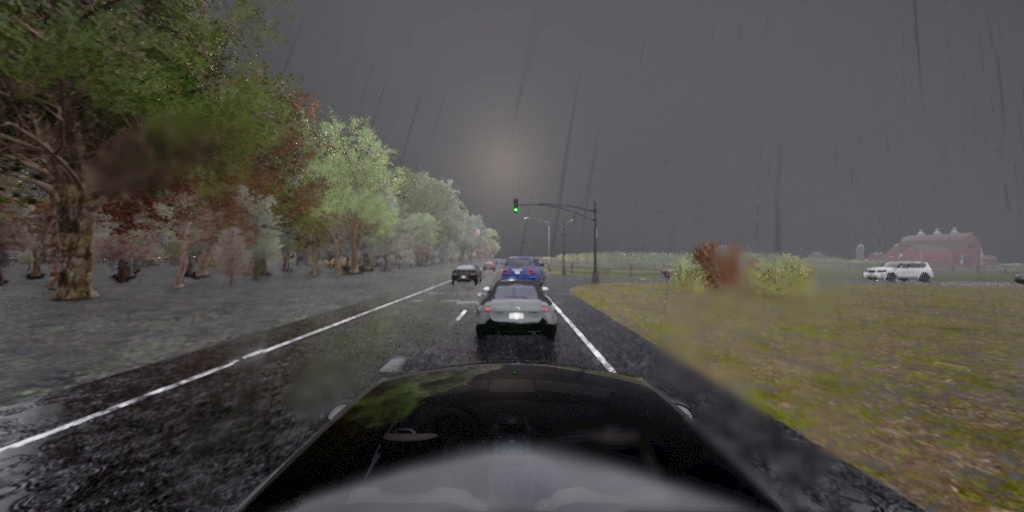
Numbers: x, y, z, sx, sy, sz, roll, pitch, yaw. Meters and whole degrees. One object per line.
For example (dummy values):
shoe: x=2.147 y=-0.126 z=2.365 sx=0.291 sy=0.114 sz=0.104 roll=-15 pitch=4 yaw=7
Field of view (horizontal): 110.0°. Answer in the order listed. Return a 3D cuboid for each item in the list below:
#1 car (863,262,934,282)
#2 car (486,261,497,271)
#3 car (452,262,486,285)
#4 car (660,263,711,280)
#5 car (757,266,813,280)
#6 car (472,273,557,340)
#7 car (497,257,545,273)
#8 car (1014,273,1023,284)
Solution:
car: x=39.298 y=1.585 z=36.512 sx=5.566 sy=2.045 sz=2.150 roll=1 pitch=-1 yaw=0
car: x=-3.355 y=1.467 z=53.448 sx=1.812 sy=1.442 sz=4.674 roll=0 pitch=0 yaw=0
car: x=-3.372 y=1.326 z=27.509 sx=1.882 sy=1.535 sz=5.008 roll=0 pitch=0 yaw=0
car: x=17.686 y=1.478 z=36.680 sx=4.553 sy=1.767 sz=2.097 roll=1 pitch=-1 yaw=1
car: x=27.763 y=1.713 z=36.577 sx=5.008 sy=1.535 sz=1.882 roll=1 pitch=-1 yaw=0
car: x=0.109 y=1.346 z=10.144 sx=1.994 sy=1.385 sz=4.181 roll=0 pitch=0 yaw=0
car: x=0.865 y=1.058 z=23.663 sx=2.150 sy=2.045 sz=5.566 roll=0 pitch=0 yaw=12
car: x=49.132 y=1.959 z=32.834 sx=4.181 sy=1.385 sz=1.994 roll=1 pitch=-1 yaw=1
